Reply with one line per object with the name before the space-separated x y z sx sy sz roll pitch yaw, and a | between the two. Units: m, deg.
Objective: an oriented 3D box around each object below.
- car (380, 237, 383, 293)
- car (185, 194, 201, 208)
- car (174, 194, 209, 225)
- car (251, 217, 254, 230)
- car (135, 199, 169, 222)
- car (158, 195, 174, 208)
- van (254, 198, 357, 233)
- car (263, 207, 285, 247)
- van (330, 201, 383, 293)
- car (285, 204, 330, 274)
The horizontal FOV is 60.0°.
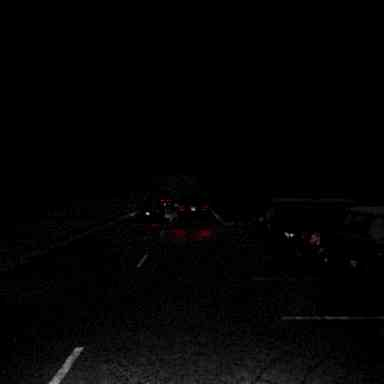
car | 5.564 1.526 4.442 4.792 1.488 2.163 0 0 0
car | 0.068 1.128 41.885 1.882 1.535 5.008 0 1 0
car | 0.083 1.181 24.112 2.150 2.045 5.566 0 1 0
car | 5.554 1.360 18.218 4.553 1.767 2.185 0 0 0
car | -3.171 1.501 25.811 1.994 1.385 4.181 0 1 0
car | -3.182 1.161 41.553 1.837 1.490 4.892 0 1 0
van | 5.410 1.273 15.465 4.442 1.987 1.878 0 0 0
car | 5.522 1.506 12.707 4.892 1.521 2.231 0 0 0
van | 5.649 1.278 7.195 4.442 1.987 1.878 0 0 0
car | 5.499 1.382 10.080 4.553 1.767 2.185 0 0 0
